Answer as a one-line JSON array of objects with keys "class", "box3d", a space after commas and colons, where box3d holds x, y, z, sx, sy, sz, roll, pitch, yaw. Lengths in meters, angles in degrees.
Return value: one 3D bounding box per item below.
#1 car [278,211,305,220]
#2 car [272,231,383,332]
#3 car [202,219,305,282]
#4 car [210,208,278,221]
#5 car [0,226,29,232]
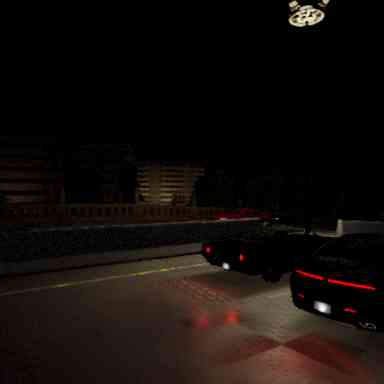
[{"class": "car", "box3d": [9.031, 2.585, 31.921, 4.674, 1.442, 1.812, 6, -4, -35]}, {"class": "car", "box3d": [4.007, 1.573, 6.604, 4.892, 1.490, 1.837, 1, 0, -35]}, {"class": "car", "box3d": [2.696, 1.684, 9.968, 4.718, 1.301, 1.895, 1, -1, -35]}, {"class": "car", "box3d": [3.496, 1.880, 23.679, 5.008, 1.535, 1.882, 4, -2, -35]}, {"class": "car", "box3d": [-8.002, 1.600, 11.182, 4.718, 1.301, 1.895, 1, 0, -35]}]
